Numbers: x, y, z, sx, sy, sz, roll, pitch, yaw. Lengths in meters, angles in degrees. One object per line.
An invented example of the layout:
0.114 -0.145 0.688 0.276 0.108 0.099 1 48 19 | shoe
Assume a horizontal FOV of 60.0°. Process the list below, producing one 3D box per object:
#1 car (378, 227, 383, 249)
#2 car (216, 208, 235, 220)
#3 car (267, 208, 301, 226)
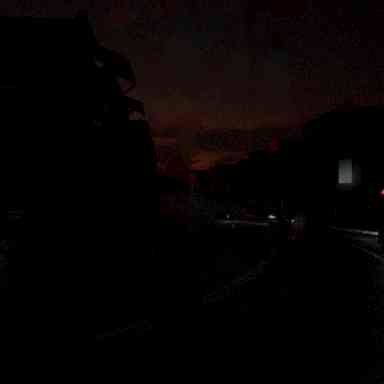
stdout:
8.133 1.630 11.821 1.895 1.301 4.718 -1 -1 17 | car
4.180 2.769 42.424 2.128 1.511 4.902 -1 -1 -4 | car
8.204 2.248 29.860 1.837 1.490 4.892 -1 -2 -4 | car
